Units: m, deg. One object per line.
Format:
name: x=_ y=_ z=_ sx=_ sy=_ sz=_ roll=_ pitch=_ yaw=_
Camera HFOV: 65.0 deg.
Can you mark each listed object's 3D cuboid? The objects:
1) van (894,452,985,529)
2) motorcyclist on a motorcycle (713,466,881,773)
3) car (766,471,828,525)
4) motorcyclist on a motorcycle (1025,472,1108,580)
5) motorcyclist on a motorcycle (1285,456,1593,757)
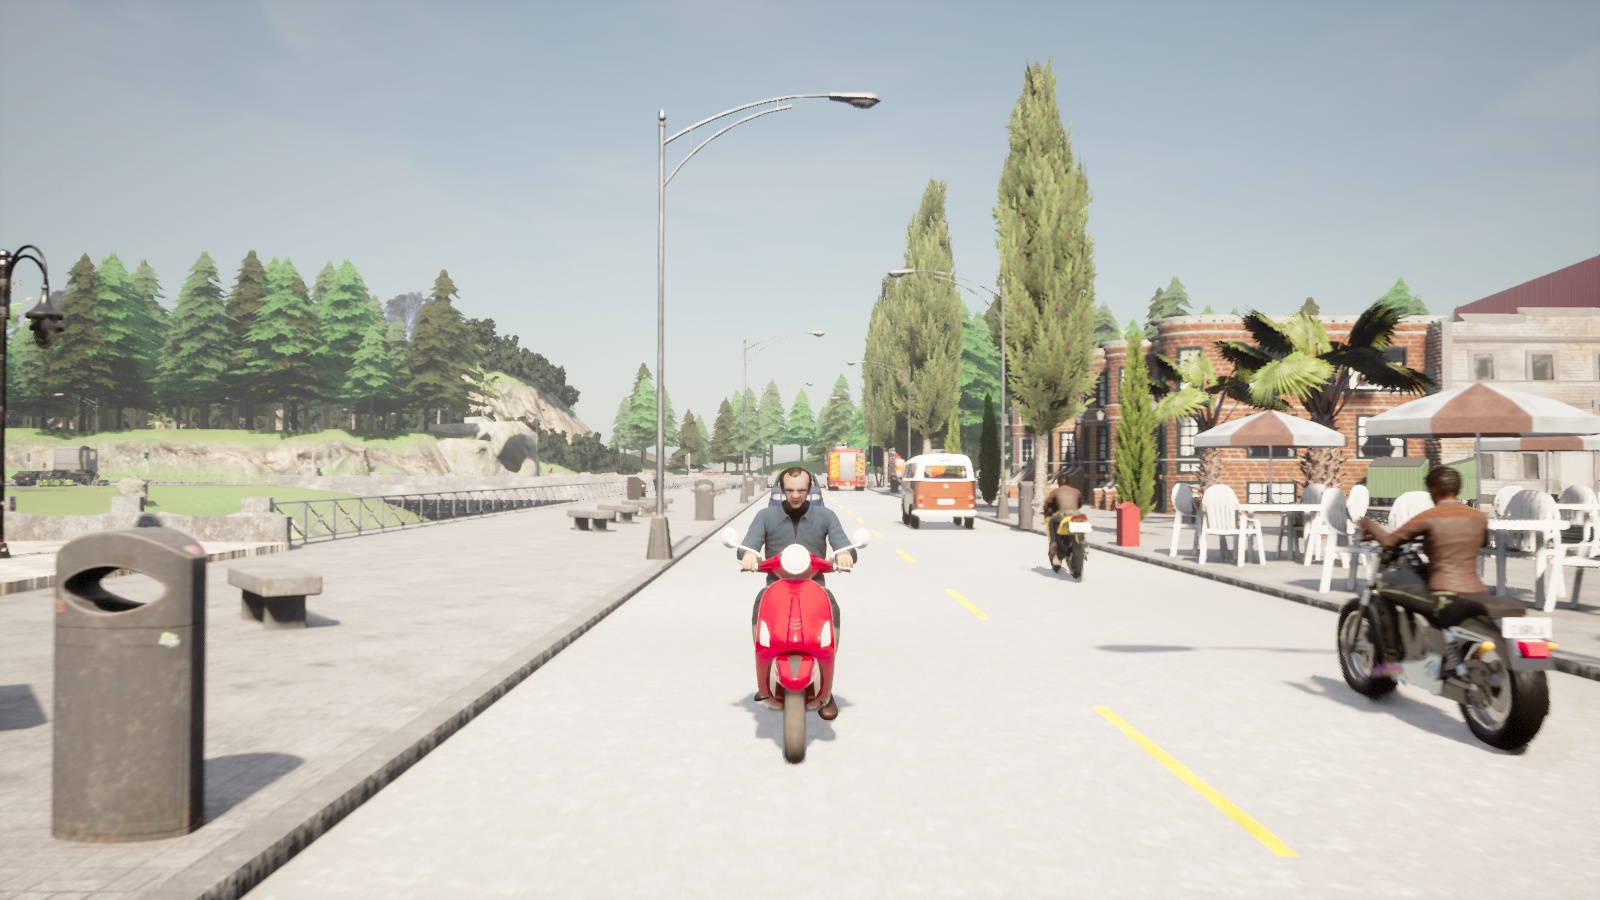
van: x=3.905 y=1.123 z=35.899 sx=2.069 sy=2.038 sz=4.480 roll=0 pitch=-1 yaw=0
motorcyclist on a motorcycle: x=-0.020 y=0.893 z=7.434 sx=0.866 sy=1.590 sz=1.817 roll=0 pitch=-1 yaw=0
car: x=-0.098 y=1.434 z=38.221 sx=1.789 sy=1.549 sz=3.705 roll=0 pitch=-1 yaw=0
motorcyclist on a motorcycle: x=3.950 y=1.096 z=18.802 sx=0.797 sy=1.523 sz=2.044 roll=0 pitch=-1 yaw=0
motorcyclist on a motorcycle: x=3.978 y=0.885 z=8.105 sx=0.766 sy=1.649 sz=2.350 roll=0 pitch=-1 yaw=0
